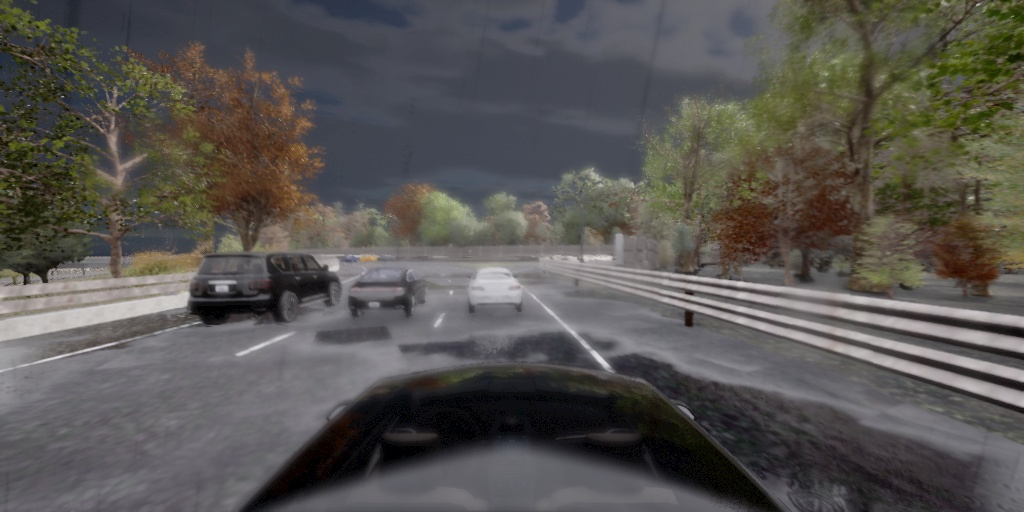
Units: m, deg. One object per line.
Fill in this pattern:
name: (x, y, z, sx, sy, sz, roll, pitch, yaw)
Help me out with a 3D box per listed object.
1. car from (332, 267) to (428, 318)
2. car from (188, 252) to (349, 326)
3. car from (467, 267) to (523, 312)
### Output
car: (-4.122, 1.137, 12.534, 2.128, 1.511, 4.902, 0, 1, -6)
car: (-7.508, 0.895, 11.637, 2.150, 2.045, 5.566, 0, 1, -6)
car: (-0.707, 1.141, 13.516, 1.812, 1.442, 4.674, 0, 1, -6)
